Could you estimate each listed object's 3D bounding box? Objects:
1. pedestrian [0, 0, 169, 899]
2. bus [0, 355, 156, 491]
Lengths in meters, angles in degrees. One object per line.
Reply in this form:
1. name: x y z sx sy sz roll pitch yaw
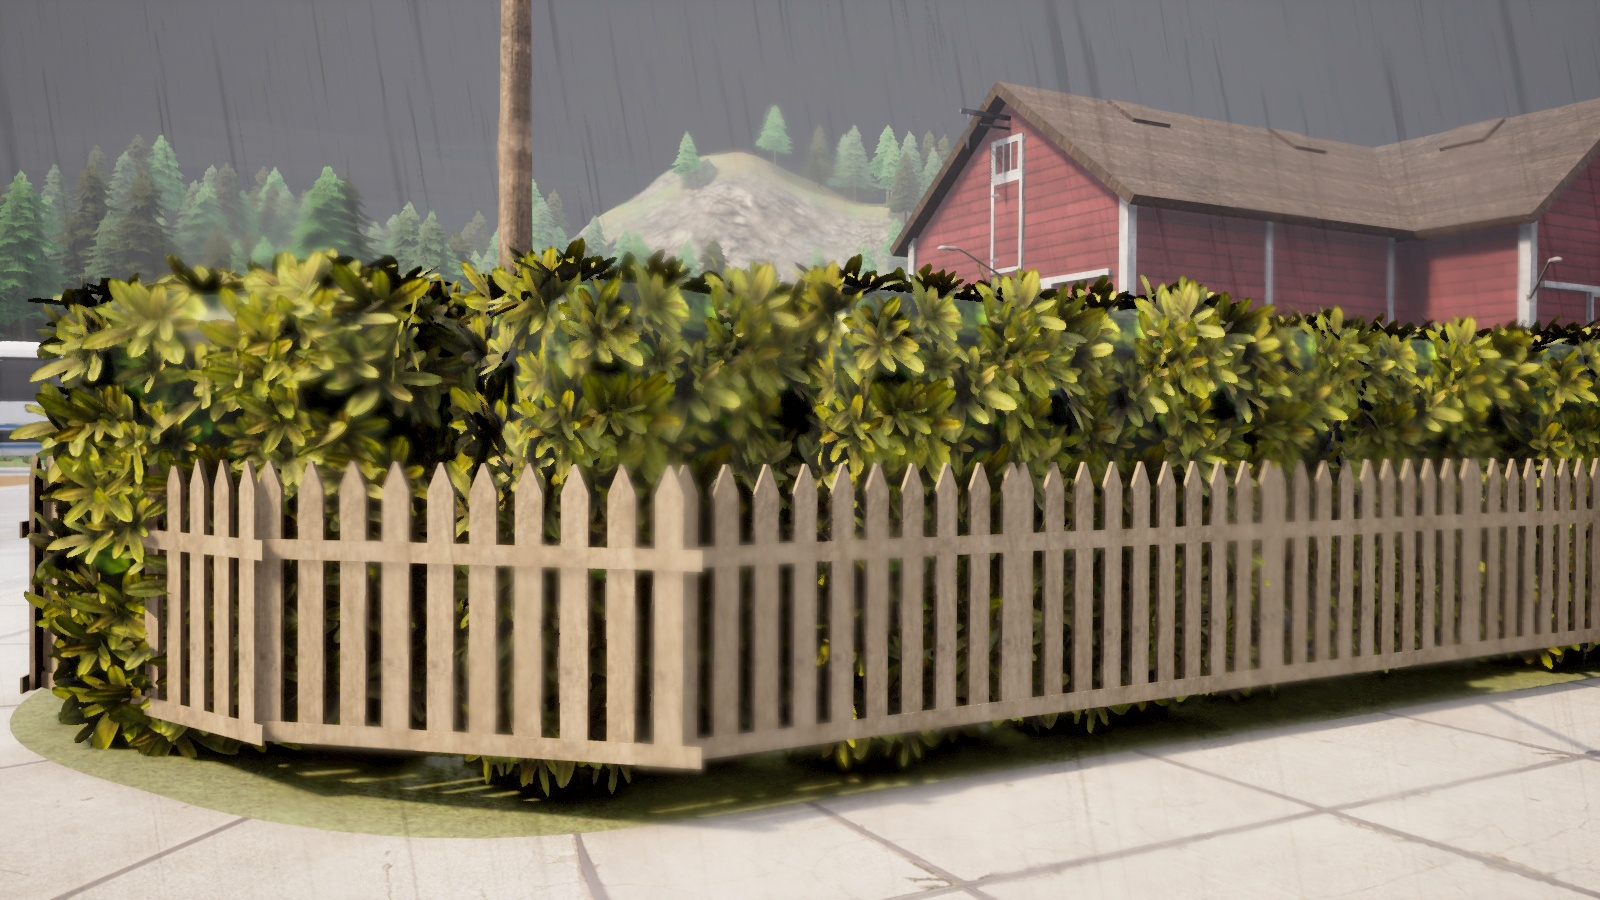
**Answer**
1. pedestrian: -0.938 0.594 0.746 0.900 1.855 0.874 -1 1 -35
2. bus: -26.745 -0.826 40.639 10.273 4.253 3.944 -2 1 -29
